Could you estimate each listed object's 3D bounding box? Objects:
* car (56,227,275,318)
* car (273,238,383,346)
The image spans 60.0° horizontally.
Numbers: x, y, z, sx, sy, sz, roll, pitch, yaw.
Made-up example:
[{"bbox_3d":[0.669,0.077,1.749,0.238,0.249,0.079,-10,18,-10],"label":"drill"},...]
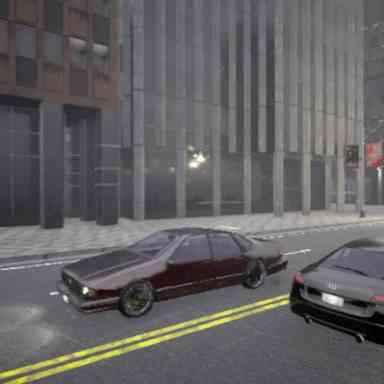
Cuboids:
[{"bbox_3d":[-0.124,1.544,7.590,5.357,1.411,2.033,0,0,-35],"label":"car"},{"bbox_3d":[3.712,1.557,6.088,4.181,1.385,1.994,0,0,-36],"label":"car"}]
